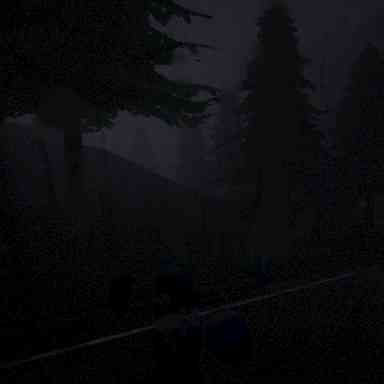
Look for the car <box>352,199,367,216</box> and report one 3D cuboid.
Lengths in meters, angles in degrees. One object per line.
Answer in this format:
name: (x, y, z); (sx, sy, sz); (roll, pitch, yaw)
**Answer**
car: (14.101, 1.236, 31.404); (2.150, 2.045, 5.566); (0, 0, -36)
